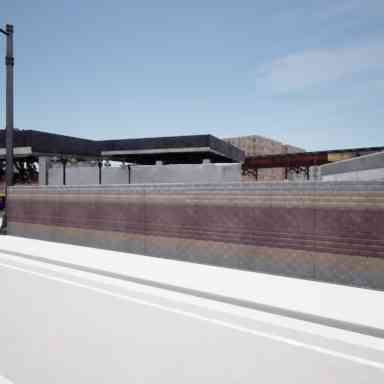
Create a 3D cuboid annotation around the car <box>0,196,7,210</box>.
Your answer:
[{"bbox_3d":[-20.626,1.295,39.464,2.242,1.667,4.611,0,0,37],"label":"car"}]
